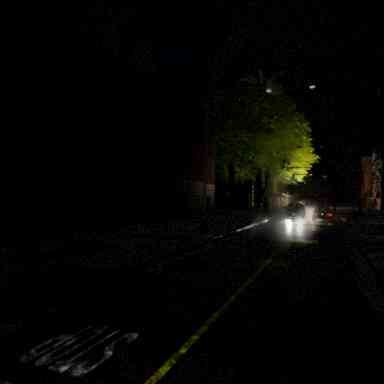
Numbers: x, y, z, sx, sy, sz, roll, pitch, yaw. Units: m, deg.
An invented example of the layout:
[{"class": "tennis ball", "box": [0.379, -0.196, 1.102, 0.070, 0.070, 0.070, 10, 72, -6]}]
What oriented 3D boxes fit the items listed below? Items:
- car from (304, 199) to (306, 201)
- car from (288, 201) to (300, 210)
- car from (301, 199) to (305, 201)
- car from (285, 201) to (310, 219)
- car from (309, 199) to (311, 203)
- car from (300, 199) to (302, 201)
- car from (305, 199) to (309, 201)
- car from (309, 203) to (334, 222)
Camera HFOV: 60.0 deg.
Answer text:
[{"class": "car", "box": [23.449, 2.766, 73.177, 1.947, 1.339, 4.313, 3, 0, 22]}, {"class": "car", "box": [19.448, 2.531, 63.350, 1.752, 1.417, 4.829, 3, 0, 22]}, {"class": "car", "box": [21.418, 2.651, 68.120, 2.008, 1.369, 4.403, 3, 0, 22]}, {"class": "car", "box": [11.349, 2.054, 36.271, 2.128, 1.511, 4.902, 1, -1, 22]}, {"class": "car", "box": [29.552, 2.831, 88.347, 2.192, 1.841, 5.009, 2, 0, 22]}, {"class": "car", "box": [18.734, 2.522, 61.510, 2.008, 1.369, 4.403, 3, 0, 22]}, {"class": "car", "box": [27.509, 2.990, 83.290, 1.802, 1.307, 4.206, 3, 0, 22]}, {"class": "car", "box": [12.765, 2.111, 32.439, 2.033, 1.411, 5.357, 1, -1, 23]}]
